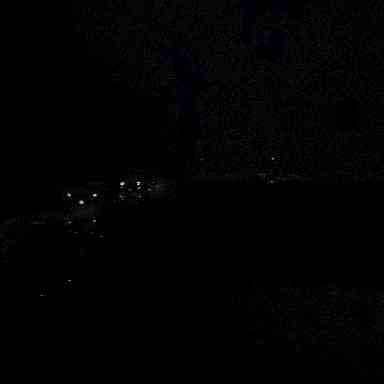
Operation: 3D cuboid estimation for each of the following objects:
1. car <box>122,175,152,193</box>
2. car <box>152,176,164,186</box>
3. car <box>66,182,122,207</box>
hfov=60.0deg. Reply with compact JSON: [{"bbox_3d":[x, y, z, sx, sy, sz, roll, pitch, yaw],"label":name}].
[{"bbox_3d":[-5.615,-0.918,32.885,2.097,1.767,4.553,0,4,2],"label":"car"},{"bbox_3d":[-5.128,-1.623,47.146,1.994,1.385,4.181,0,4,2],"label":"car"},{"bbox_3d":[-6.009,0.121,20.502,1.895,1.301,4.718,0,4,2],"label":"car"}]
